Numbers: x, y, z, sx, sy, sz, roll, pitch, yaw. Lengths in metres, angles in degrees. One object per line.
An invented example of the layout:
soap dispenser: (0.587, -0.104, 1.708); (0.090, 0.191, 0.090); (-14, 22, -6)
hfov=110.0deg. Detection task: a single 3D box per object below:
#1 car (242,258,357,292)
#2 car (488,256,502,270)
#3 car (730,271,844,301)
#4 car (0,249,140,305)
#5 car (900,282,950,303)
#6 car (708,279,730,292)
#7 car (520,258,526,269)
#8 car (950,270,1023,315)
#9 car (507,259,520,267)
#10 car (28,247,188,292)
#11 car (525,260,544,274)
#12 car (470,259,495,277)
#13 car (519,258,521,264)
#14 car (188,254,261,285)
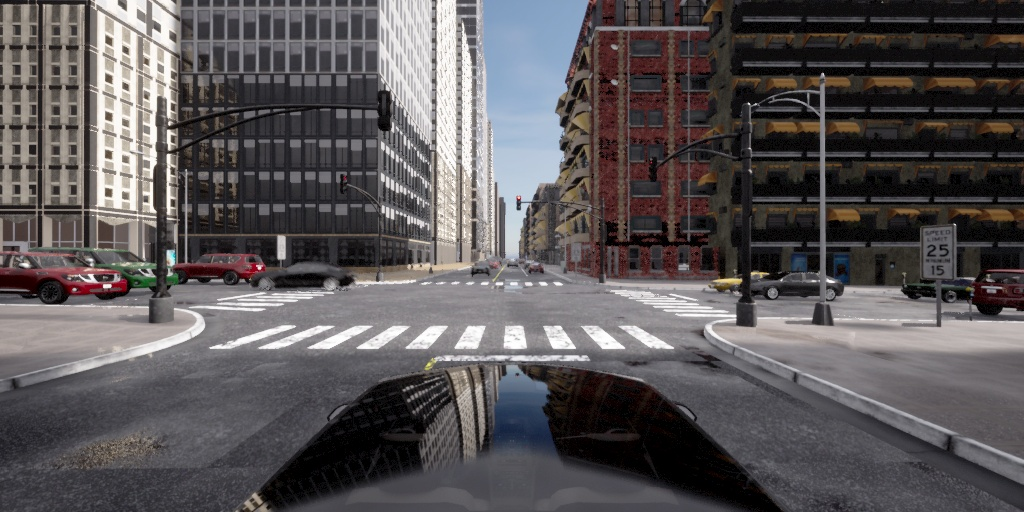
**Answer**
car: (-11.037, 1.056, 19.282); (5.008, 1.535, 1.882); (1, 1, -12)
car: (-3.012, 1.119, 52.342); (2.097, 1.767, 4.553); (0, 0, 3)
car: (14.926, 1.562, 19.316); (4.892, 1.490, 1.837); (1, 0, 2)
car: (-17.567, 0.757, 13.294); (5.009, 1.841, 2.192); (0, 0, 0)
car: (24.217, 1.827, 19.421); (4.718, 1.301, 1.895); (1, 0, -1)
car: (14.644, 1.587, 21.934); (4.829, 1.417, 1.751); (0, 0, 0)
car: (2.726, 1.317, 54.557); (2.007, 1.370, 4.403); (0, 0, 0)
car: (20.607, 1.461, 13.634); (5.009, 1.841, 2.192); (0, 0, 0)
car: (0.138, 1.338, 65.040); (1.994, 1.385, 4.181); (0, 0, 1)
car: (-18.240, 0.658, 15.883); (5.566, 2.045, 2.150); (1, 0, 0)
car: (2.768, 1.341, 41.639); (1.802, 1.307, 4.207); (0, 0, 0)
car: (-3.077, 1.263, 36.378); (1.837, 1.490, 4.892); (0, -1, 0)
car: (2.731, 1.321, 60.205); (2.007, 1.370, 4.403); (0, 0, 0)
car: (-17.696, 0.776, 21.673); (5.009, 1.841, 2.192); (0, 0, 0)
